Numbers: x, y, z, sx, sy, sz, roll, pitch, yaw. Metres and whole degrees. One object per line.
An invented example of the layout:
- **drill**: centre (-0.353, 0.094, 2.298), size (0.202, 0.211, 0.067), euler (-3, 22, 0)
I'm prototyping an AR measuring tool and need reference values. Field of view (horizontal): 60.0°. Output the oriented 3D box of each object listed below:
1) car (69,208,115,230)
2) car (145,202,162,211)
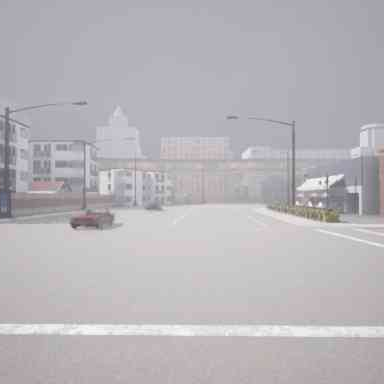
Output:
- **car**: centre (-6.827, 1.832, 23.175), size (1.895, 1.301, 4.718), euler (0, -1, 1)
- **car**: centre (-5.625, 2.125, 49.227), size (1.994, 1.385, 4.181), euler (0, -1, 3)
